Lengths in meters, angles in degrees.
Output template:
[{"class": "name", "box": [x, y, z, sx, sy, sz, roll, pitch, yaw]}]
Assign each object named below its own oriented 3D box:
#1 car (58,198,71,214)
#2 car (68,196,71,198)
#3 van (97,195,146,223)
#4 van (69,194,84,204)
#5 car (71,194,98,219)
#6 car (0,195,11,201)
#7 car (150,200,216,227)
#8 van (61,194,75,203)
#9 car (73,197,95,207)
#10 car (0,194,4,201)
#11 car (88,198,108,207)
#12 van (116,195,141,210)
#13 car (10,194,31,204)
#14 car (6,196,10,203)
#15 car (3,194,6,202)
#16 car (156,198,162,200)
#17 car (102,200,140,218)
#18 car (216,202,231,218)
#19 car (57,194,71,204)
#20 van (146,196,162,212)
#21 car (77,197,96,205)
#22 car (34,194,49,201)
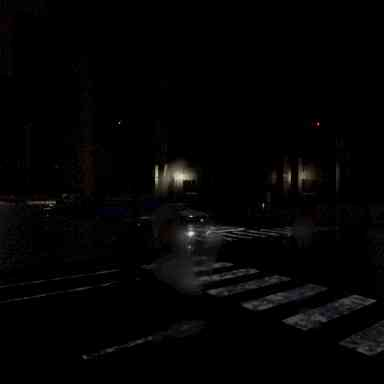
[{"class": "car", "box": [-11.930, 1.548, 33.977, 1.802, 1.307, 4.206, 0, 0, -36]}, {"class": "car", "box": [-12.789, 1.520, 39.759, 2.033, 1.411, 5.357, 0, 0, -36]}, {"class": "van", "box": [-5.315, 1.315, 24.748, 1.690, 1.788, 3.998, 0, 0, -36]}, {"class": "van", "box": [-21.537, 1.330, 62.019, 1.690, 1.788, 3.998, 0, 0, -36]}, {"class": "car", "box": [-8.622, 1.285, 29.363, 2.192, 1.841, 5.009, 0, 0, -36]}, {"class": "car", "box": [-44.902, 1.490, 79.985, 1.752, 1.417, 4.829, 0, 0, -36]}, {"class": "car", "box": [-0.746, 1.510, 22.958, 1.812, 1.442, 4.674, 0, 0, -36]}, {"class": "van", "box": [-24.845, 1.330, 66.634, 1.690, 1.788, 3.998, 0, 0, -36]}, {"class": "car", "box": [-16.375, 1.506, 50.159, 1.812, 1.442, 4.674, 0, 0, -35]}, {"class": "car", "box": [-41.695, 1.531, 75.509, 1.947, 1.339, 4.313, 0, 0, -36]}, {"class": "car", "box": [-14.923, 1.570, 52.788, 1.802, 1.307, 4.206, 0, 0, -36]}, {"class": "van", "box": [-8.308, 1.331, 43.560, 1.690, 1.788, 3.998, 0, 0, -36]}, {"class": "car", "box": [-31.773, 1.514, 61.665, 2.008, 1.369, 4.403, 0, 0, -36]}, {"class": "car", "box": [-35.080, 1.404, 66.280, 1.967, 1.590, 4.097, 0, 0, -36]}, {"class": "car", "box": [-38.288, 1.490, 70.756, 1.752, 1.417, 4.829, 0, 0, -36]}, {"class": "car", "box": [-1.694, 1.577, 34.330, 1.802, 1.307, 4.206, 0, 0, -36]}, {"class": "car", "box": [-6.727, 1.503, 31.289, 1.812, 1.442, 4.674, 0, 0, -35]}, {"class": "car", "box": [1.613, 1.550, 29.715, 2.008, 1.369, 4.403, 0, 0, -36]}, {"class": "car", "box": [-22.386, 1.528, 58.460, 2.033, 1.411, 5.357, 0, 0, -36]}, {"class": "van", "box": [-5.001, 1.333, 38.945, 1.690, 1.788, 3.998, 0, 0, -36]}, {"class": "car", "box": [-18.231, 1.571, 57.403, 1.802, 1.307, 4.206, 0, 0, -36]}, {"class": "car", "box": [-38.073, 1.306, 85.093, 2.192, 1.841, 5.009, 0, 0, -36]}]
